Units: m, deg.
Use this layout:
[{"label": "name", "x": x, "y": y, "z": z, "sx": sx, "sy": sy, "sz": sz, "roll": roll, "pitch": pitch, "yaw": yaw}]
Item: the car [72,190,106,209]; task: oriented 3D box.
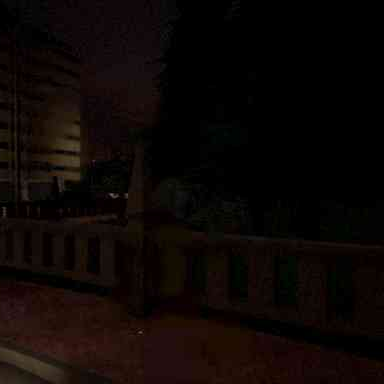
[{"label": "car", "x": -11.174, "y": 0.970, "z": 38.706, "sx": 2.097, "sy": 1.767, "sz": 4.553, "roll": 0, "pitch": 1, "yaw": 28}]

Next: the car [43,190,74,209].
[{"label": "car", "x": -14.829, "y": 0.834, "z": 39.273, "sx": 2.150, "sy": 2.045, "sz": 5.566, "roll": 0, "pitch": 1, "yaw": 28}]
